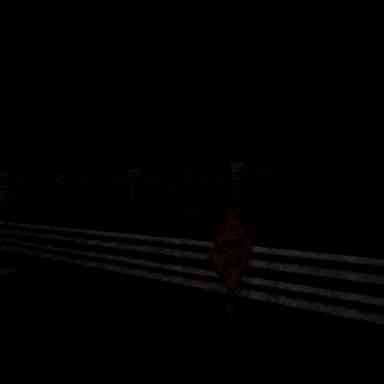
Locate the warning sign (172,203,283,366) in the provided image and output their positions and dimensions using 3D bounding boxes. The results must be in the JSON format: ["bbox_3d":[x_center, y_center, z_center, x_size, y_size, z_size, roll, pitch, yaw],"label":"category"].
[{"bbox_3d":[0.548,1.119,4.761,1.060,1.860,1.300,-1,0,36],"label":"warning sign"}]
